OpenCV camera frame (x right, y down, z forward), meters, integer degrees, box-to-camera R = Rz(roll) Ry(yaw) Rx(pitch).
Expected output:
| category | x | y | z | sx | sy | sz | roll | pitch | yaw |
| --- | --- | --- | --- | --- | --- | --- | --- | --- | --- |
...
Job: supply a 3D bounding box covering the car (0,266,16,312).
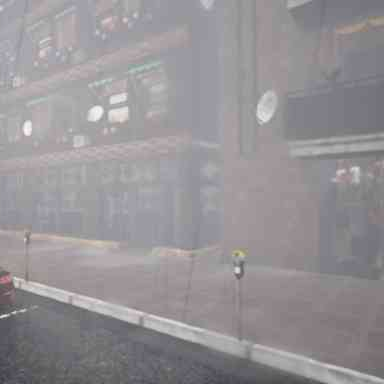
| category | x | y | z | sx | sy | sz | roll | pitch | yaw |
| --- | --- | --- | --- | --- | --- | --- | --- | --- | --- |
| car | -5.056 | 1.653 | 6.486 | 4.206 | 1.307 | 1.802 | -1 | -1 | 36 |
